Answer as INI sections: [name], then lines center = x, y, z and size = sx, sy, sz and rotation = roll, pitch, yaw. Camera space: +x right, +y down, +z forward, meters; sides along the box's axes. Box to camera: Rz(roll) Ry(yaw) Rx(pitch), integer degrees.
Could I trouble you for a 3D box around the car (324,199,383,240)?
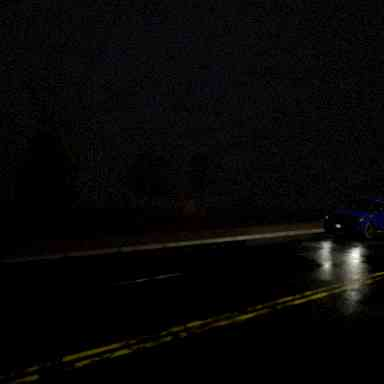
[car]
center = 9.716, 1.413, 18.531
size = 5.566, 2.045, 2.150
rotation = 1, -1, -35
